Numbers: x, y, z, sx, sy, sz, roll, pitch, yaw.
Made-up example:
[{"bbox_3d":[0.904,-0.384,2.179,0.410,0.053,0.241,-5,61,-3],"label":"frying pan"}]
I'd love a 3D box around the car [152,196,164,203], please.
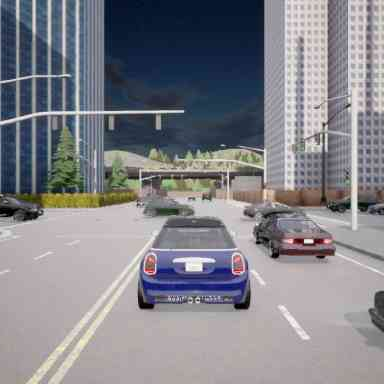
[{"bbox_3d":[-7.058,1.552,69.519,1.994,1.385,4.181,0,0,0],"label":"car"}]

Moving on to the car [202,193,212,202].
[{"bbox_3d":[3.435,1.202,77.740,2.150,2.045,5.566,0,0,0],"label":"car"}]

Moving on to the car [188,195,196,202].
[{"bbox_3d":[-0.065,1.501,77.708,1.812,1.442,4.674,0,0,0],"label":"car"}]

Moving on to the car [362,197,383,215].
[{"bbox_3d":[19.992,1.526,33.099,4.674,1.442,1.812,0,0,0],"label":"car"}]

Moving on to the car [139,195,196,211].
[{"bbox_3d":[-1.984,1.352,29.253,4.553,1.767,2.097,0,0,-1],"label":"car"}]

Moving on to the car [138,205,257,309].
[{"bbox_3d":[0.053,1.352,8.018,2.097,1.767,4.553,0,0,0],"label":"car"}]

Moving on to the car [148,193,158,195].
[{"bbox_3d":[-7.122,1.221,59.653,2.150,2.045,5.566,0,0,0],"label":"car"}]

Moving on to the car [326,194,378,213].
[{"bbox_3d":[17.813,1.221,36.631,5.566,2.045,2.150,0,0,0],"label":"car"}]

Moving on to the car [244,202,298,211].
[{"bbox_3d":[6.415,1.491,25.881,4.902,1.511,2.128,0,0,-1],"label":"car"}]

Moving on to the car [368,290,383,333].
[{"bbox_3d":[3.599,1.547,2.580,2.033,1.411,5.357,0,0,0],"label":"car"}]

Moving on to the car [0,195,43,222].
[{"bbox_3d":[-14.473,1.221,25.560,5.566,2.045,2.150,0,0,-1],"label":"car"}]

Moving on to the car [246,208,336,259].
[{"bbox_3d":[3.599,1.547,12.648,2.033,1.411,5.357,0,0,1],"label":"car"}]

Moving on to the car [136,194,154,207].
[{"bbox_3d":[-7.137,1.491,49.786,2.128,1.511,4.902,0,0,0],"label":"car"}]
